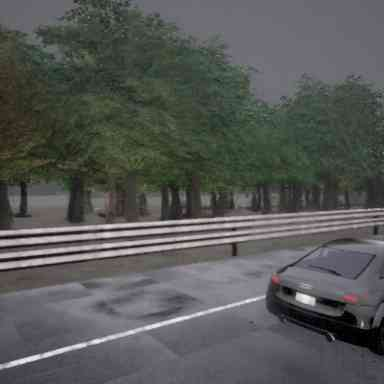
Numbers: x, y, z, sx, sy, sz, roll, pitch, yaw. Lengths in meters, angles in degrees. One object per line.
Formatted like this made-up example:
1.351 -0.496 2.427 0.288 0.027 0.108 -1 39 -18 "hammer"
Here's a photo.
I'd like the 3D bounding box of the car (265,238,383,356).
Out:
3.321 1.559 6.112 4.181 1.385 1.994 0 0 -35 "car"
